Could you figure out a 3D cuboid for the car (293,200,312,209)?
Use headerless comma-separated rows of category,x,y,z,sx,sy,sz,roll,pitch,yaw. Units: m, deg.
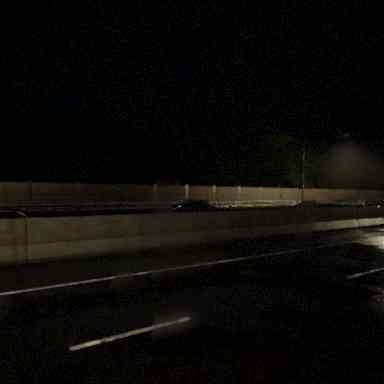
car,15.700,1.869,45.163,4.674,1.442,1.812,1,0,-36

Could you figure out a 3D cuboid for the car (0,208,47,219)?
car,-8.990,1.512,14.779,4.892,1.490,1.837,1,0,-35

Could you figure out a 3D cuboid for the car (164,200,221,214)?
car,0.101,1.621,25.531,4.892,1.490,1.837,1,0,-35

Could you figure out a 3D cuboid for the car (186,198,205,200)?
car,-0.164,1.505,33.937,4.553,1.767,2.097,1,0,-35

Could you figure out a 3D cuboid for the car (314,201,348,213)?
car,17.696,1.885,42.291,4.181,1.385,1.994,1,0,-36

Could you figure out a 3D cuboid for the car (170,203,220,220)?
car,0.310,1.702,29.976,4.181,1.385,1.994,1,0,-35

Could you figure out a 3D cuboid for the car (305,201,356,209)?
car,12.575,1.785,30.118,4.181,1.385,1.994,1,0,-35

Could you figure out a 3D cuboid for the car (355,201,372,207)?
car,19.325,1.805,39.157,4.902,1.511,2.128,1,0,-35
